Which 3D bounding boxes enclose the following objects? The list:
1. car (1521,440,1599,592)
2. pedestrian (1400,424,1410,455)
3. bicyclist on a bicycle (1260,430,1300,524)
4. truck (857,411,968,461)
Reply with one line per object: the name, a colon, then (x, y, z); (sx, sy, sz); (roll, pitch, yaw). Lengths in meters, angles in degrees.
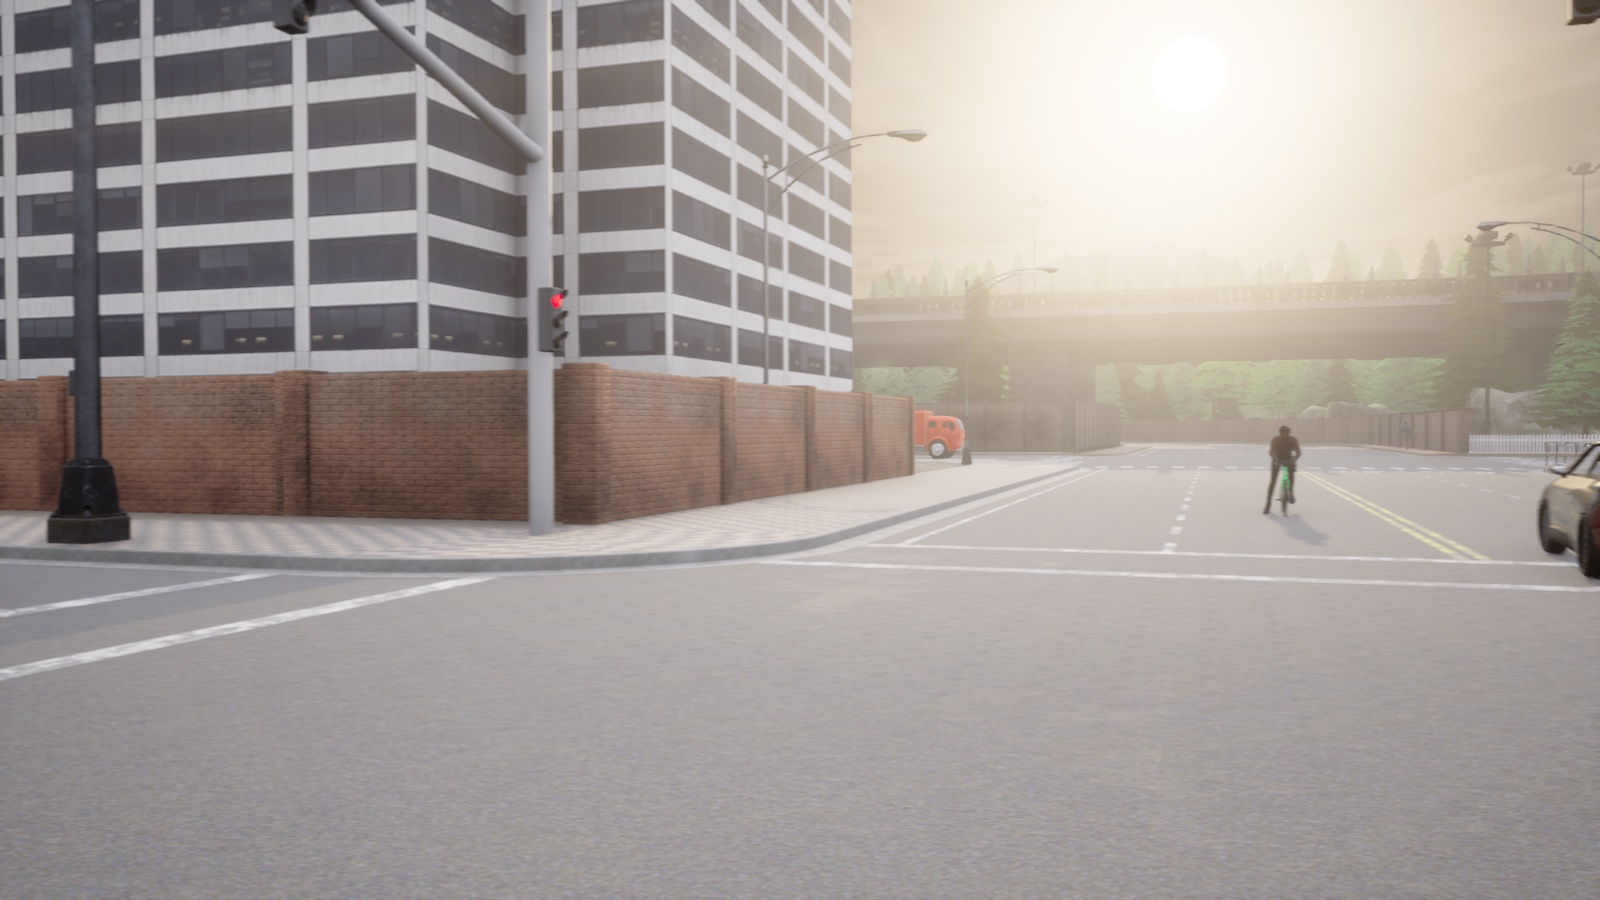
car: (9.426, 0.650, 14.106); (1.816, 1.474, 4.193); (1, 1, 23)
pedestrian: (38.498, -0.649, 79.878); (0.423, 1.949, 0.788); (0, 1, 17)
bicyclist on a bicycle: (8.653, 0.449, 22.667); (0.582, 1.620, 1.656); (1, 1, 18)
truck: (5.788, -0.725, 64.413); (5.204, 2.467, 2.627); (1, 1, 19)
